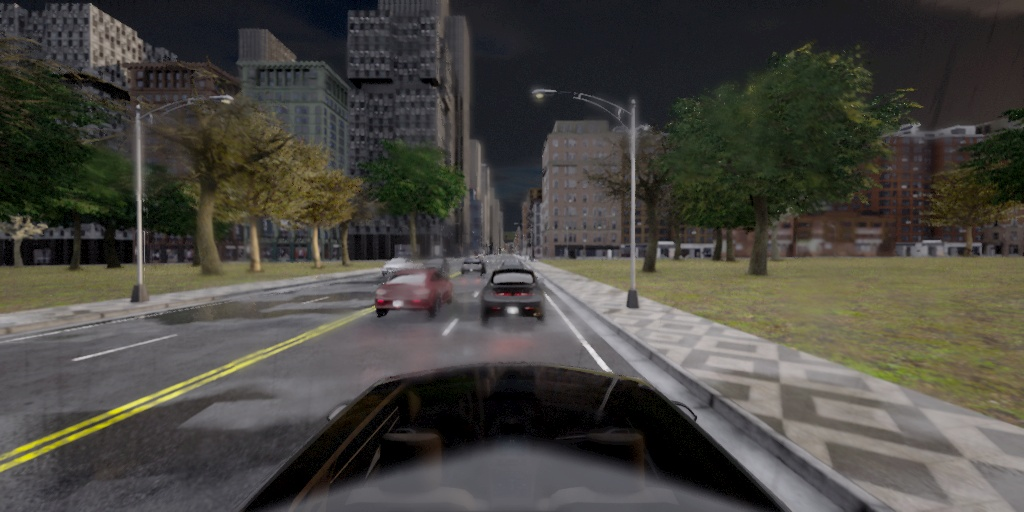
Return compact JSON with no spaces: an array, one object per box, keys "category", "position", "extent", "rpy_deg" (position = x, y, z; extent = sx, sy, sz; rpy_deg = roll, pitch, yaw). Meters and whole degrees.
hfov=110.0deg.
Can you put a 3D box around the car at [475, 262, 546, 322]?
[{"category":"car","position":[0.041,1.134,11.685],"extent":[1.837,1.490,4.892],"rpy_deg":[0,1,0]}]

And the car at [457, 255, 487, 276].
[{"category":"car","position":[-3.244,0.890,31.204],"extent":[2.128,1.511,4.902],"rpy_deg":[0,1,0]}]

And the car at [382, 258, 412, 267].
[{"category":"car","position":[-9.931,0.923,31.560],"extent":[1.812,1.442,4.674],"rpy_deg":[0,0,0]}]

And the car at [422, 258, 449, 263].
[{"category":"car","position":[-6.679,0.901,31.693],"extent":[1.837,1.490,4.892],"rpy_deg":[0,0,0]}]

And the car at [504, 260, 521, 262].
[{"category":"car","position":[0.006,1.018,29.558],"extent":[1.895,1.301,4.718],"rpy_deg":[0,1,0]}]

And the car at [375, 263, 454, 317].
[{"category":"car","position":[-3.207,1.146,12.412],"extent":[1.812,1.442,4.674],"rpy_deg":[0,1,0]}]
